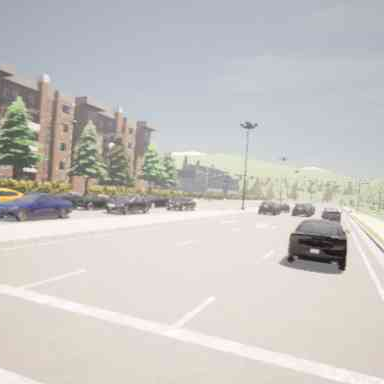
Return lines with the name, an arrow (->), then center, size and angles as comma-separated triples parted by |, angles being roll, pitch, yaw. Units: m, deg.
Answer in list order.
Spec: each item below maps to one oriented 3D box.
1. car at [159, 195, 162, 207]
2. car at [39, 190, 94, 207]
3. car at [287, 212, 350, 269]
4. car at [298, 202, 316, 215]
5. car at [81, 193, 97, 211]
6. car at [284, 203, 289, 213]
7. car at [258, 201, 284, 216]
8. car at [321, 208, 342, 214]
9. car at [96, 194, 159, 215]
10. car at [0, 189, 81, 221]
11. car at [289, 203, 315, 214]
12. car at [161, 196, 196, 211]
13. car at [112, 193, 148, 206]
car -> -4.342, 1.009, 37.886 | 1.882, 1.535, 5.008 | 4, 0, 24
car -> -11.369, 0.632, 30.597 | 1.895, 1.301, 4.718 | 4, 0, 24
car -> 4.921, 1.797, 12.796 | 1.882, 1.535, 5.008 | 4, 0, 24
car -> 17.374, 2.466, 50.264 | 2.097, 1.767, 4.553 | 4, 0, 24
car -> -8.399, 0.862, 28.752 | 1.895, 1.301, 4.718 | 4, 0, 24
car -> 13.847, 2.340, 50.934 | 2.128, 1.511, 4.902 | 4, 0, 24
car -> 9.707, 1.924, 41.390 | 2.097, 1.767, 4.553 | 4, 0, 24
car -> 14.976, 2.482, 35.766 | 2.128, 1.511, 4.902 | 4, 0, 24
car -> -5.174, 0.999, 27.423 | 2.128, 1.511, 4.902 | 4, 0, 24
car -> -8.870, 0.787, 18.929 | 1.812, 1.442, 4.674 | 4, 0, 24
car -> 14.298, 2.262, 43.079 | 2.097, 1.767, 4.553 | 4, 0, 24
car -> -1.084, 1.285, 36.734 | 1.837, 1.490, 4.892 | 4, 0, 24
car -> -7.334, 0.901, 39.764 | 1.895, 1.301, 4.718 | 4, 0, 24
